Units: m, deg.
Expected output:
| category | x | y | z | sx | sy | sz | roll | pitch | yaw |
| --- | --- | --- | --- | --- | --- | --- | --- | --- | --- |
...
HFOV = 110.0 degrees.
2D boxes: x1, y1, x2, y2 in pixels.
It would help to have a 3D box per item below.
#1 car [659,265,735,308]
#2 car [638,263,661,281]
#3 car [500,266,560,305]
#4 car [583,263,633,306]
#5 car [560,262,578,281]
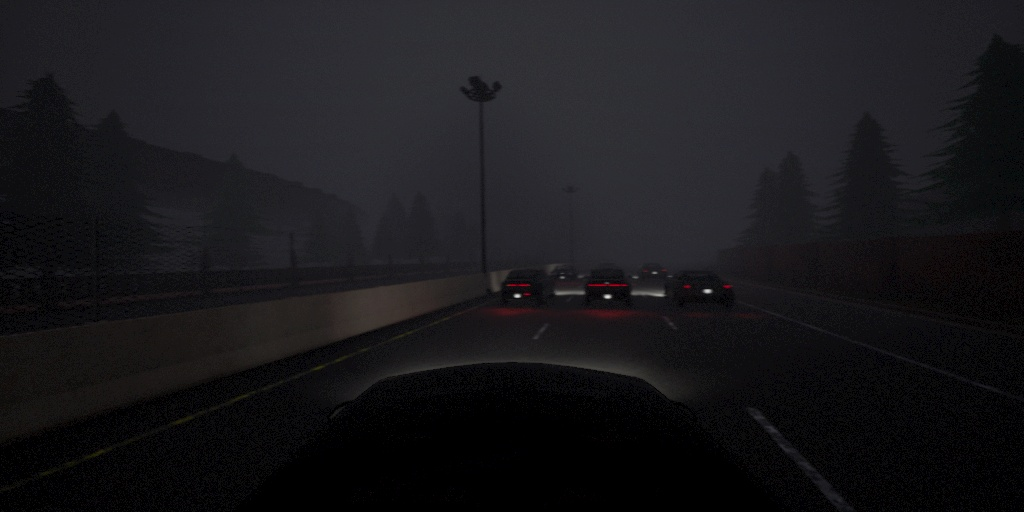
| category | x | y | z | sx | sy | sz | roll | pitch | yaw |
| --- | --- | --- | --- | --- | --- | --- | --- | --- | --- |
| car | 7.607 | 1.250 | 14.933 | 1.994 | 1.385 | 4.181 | -1 | 0 | 15 |
| car | 11.465 | 1.263 | 29.425 | 1.994 | 1.385 | 4.181 | -1 | 0 | 15 |
| car | 0.843 | 1.330 | 16.734 | 1.837 | 1.490 | 4.892 | -1 | 0 | 15 |
| car | 4.225 | 1.261 | 15.835 | 1.837 | 1.490 | 4.892 | -1 | 0 | 15 |
| car | 4.643 | 1.436 | 31.040 | 1.895 | 1.301 | 4.718 | -1 | 0 | 15 |
